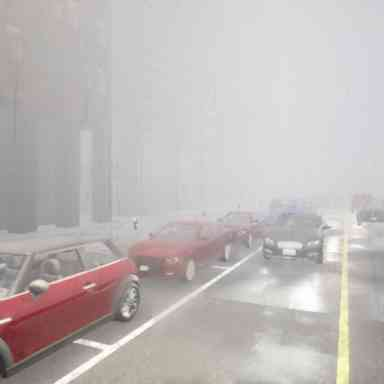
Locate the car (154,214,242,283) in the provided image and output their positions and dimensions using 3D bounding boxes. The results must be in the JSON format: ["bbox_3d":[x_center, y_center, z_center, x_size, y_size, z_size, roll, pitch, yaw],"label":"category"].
[{"bbox_3d":[-0.156,1.539,9.851,1.887,1.381,4.507,0,0,25],"label":"car"}]

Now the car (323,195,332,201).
[{"bbox_3d":[32.905,1.424,80.779,1.752,1.417,4.829,0,0,25],"label":"car"}]

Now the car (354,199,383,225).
[{"bbox_3d":[12.392,1.488,22.935,1.812,1.442,4.674,0,0,25],"label":"car"}]

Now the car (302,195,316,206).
[{"bbox_3d":[11.678,1.396,35.238,1.967,1.590,4.097,0,0,25],"label":"car"}]

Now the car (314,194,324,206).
[{"bbox_3d":[16.411,1.381,45.392,1.967,1.590,4.097,0,0,25],"label":"car"}]

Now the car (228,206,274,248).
[{"bbox_3d":[2.211,1.531,14.929,1.887,1.381,4.507,0,0,25],"label":"car"}]

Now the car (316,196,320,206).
[{"bbox_3d":[14.044,1.514,40.315,1.947,1.339,4.313,0,0,25],"label":"car"}]

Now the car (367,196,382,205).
[{"bbox_3d":[31.243,1.473,57.035,1.947,1.339,4.313,0,0,25],"label":"car"}]

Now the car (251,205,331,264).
[{"bbox_3d":[3.859,1.474,11.947,2.128,1.511,4.902,0,0,25],"label":"car"}]

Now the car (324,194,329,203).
[{"bbox_3d":[21.144,1.241,55.547,2.192,1.841,5.009,0,0,25],"label":"car"}]

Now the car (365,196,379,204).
[{"bbox_3d":[33.609,1.467,62.112,1.947,1.339,4.313,0,0,25],"label":"car"}]

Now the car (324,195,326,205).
[{"bbox_3d":[18.777,1.499,50.470,1.947,1.339,4.313,0,0,25],"label":"car"}]

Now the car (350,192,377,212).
[{"bbox_3d":[18.937,1.159,37.054,2.150,2.045,5.566,0,0,26],"label":"car"}]

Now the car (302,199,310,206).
[{"bbox_3d":[9.311,1.546,30.161,1.802,1.307,4.206,0,0,25],"label":"car"}]

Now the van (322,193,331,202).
[{"bbox_3d":[30.610,1.244,75.855,1.690,1.788,3.998,0,0,25],"label":"van"}]

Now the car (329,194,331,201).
[{"bbox_3d":[25.877,1.229,65.701,2.192,1.841,5.009,0,0,25],"label":"car"}]

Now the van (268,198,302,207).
[{"bbox_3d":[6.945,1.312,25.083,1.690,1.788,3.998,0,0,25],"label":"van"}]

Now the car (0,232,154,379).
[{"bbox_3d":[-2.522,1.442,4.774,1.967,1.590,4.097,0,0,25],"label":"car"}]

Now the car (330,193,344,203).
[{"bbox_3d":[28.361,1.416,64.499,1.837,1.490,4.892,0,0,25],"label":"car"}]

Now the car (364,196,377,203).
[{"bbox_3d":[35.976,1.446,67.189,2.008,1.369,4.403,0,0,25],"label":"car"}]

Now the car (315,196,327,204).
[{"bbox_3d":[23.510,1.501,60.624,1.802,1.307,4.206,0,0,25],"label":"car"}]

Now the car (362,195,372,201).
[{"bbox_3d":[40.709,1.468,77.344,1.802,1.307,4.206,0,0,25],"label":"car"}]

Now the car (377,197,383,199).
[{"bbox_3d":[24.143,1.473,41.801,1.887,1.381,4.507,0,0,25],"label":"car"}]

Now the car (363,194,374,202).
[{"bbox_3d":[38.343,1.331,72.267,1.967,1.590,4.097,0,0,25],"label":"car"}]

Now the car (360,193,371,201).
[{"bbox_3d":[43.076,1.197,82.422,2.192,1.841,5.009,0,0,25],"label":"car"}]
